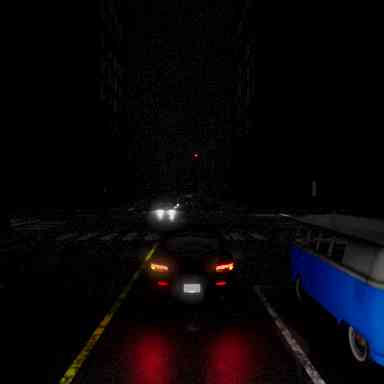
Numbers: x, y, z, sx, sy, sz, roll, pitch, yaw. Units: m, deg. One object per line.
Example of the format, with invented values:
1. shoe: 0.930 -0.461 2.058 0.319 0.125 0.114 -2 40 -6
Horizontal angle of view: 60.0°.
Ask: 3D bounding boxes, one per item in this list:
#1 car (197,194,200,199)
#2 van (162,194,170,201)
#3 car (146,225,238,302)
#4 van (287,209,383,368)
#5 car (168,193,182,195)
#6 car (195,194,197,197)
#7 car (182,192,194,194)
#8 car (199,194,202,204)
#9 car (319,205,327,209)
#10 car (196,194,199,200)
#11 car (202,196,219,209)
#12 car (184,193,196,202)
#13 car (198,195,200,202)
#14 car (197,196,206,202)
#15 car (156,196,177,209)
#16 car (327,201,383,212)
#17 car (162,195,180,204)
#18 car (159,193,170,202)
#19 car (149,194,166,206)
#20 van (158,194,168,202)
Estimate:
1. car: 2.425 1.548 61.236 1.947 1.339 4.313 0 0 -1
2. van: -6.400 1.301 83.220 1.690 1.788 3.998 0 0 -1
3. car: 0.000 1.525 8.148 1.812 1.442 4.674 0 0 0
4. van: 2.854 1.341 5.470 1.690 1.788 3.998 0 0 0
5. car: -3.523 1.331 64.657 2.097 1.767 4.553 0 0 0
6. car: 2.274 1.523 72.287 2.008 1.369 4.403 0 0 -1
7. car: -0.746 1.078 84.216 2.150 2.045 5.566 0 0 -1
8. car: 2.575 1.429 50.185 1.967 1.590 4.097 0 0 -1
9. car: 14.420 1.584 32.105 4.718 1.301 1.895 0 0 2
10. car: 2.349 1.522 66.762 1.887 1.381 4.507 0 0 -1
11. car: 2.649 1.517 44.830 1.752 1.417 4.829 0 0 -1
12. car: -0.610 1.563 74.216 1.895 1.301 4.718 0 0 -1
13. car: 2.500 1.536 55.710 2.008 1.369 4.403 0 0 -1
14. car: 2.198 1.548 77.812 1.802 1.307 4.206 0 0 -1
15. car: -3.295 1.593 44.011 1.895 1.301 4.718 0 0 -1
16. car: 14.605 1.517 28.854 4.674 1.442 1.812 0 0 -3
17. car: -3.429 1.551 54.476 1.994 1.385 4.181 0 0 -1
18. car: -6.327 1.281 77.696 2.192 1.841 5.009 0 0 -1
19. car: -6.025 1.301 55.594 2.192 1.841 5.009 0 0 -1
20. van: -6.251 1.313 72.170 1.690 1.788 3.998 0 0 -1
